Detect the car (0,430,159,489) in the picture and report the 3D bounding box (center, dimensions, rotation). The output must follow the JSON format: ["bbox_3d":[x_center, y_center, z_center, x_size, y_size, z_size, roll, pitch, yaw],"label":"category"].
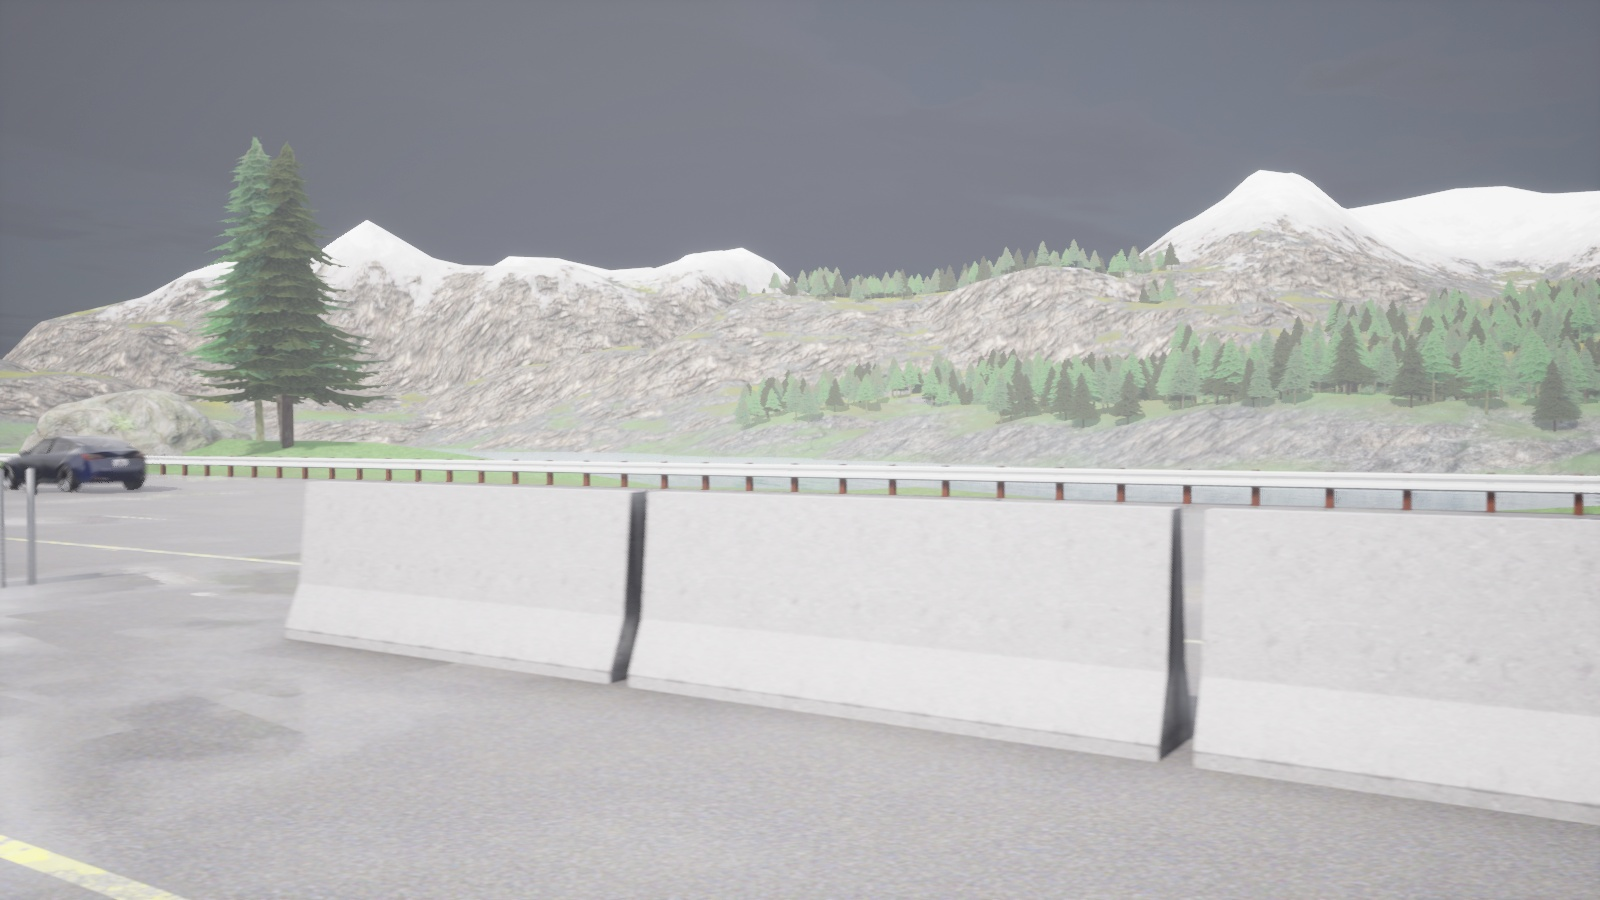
[{"bbox_3d":[-19.909,0.202,34.279,4.792,1.488,2.163,1,1,33],"label":"car"}]
